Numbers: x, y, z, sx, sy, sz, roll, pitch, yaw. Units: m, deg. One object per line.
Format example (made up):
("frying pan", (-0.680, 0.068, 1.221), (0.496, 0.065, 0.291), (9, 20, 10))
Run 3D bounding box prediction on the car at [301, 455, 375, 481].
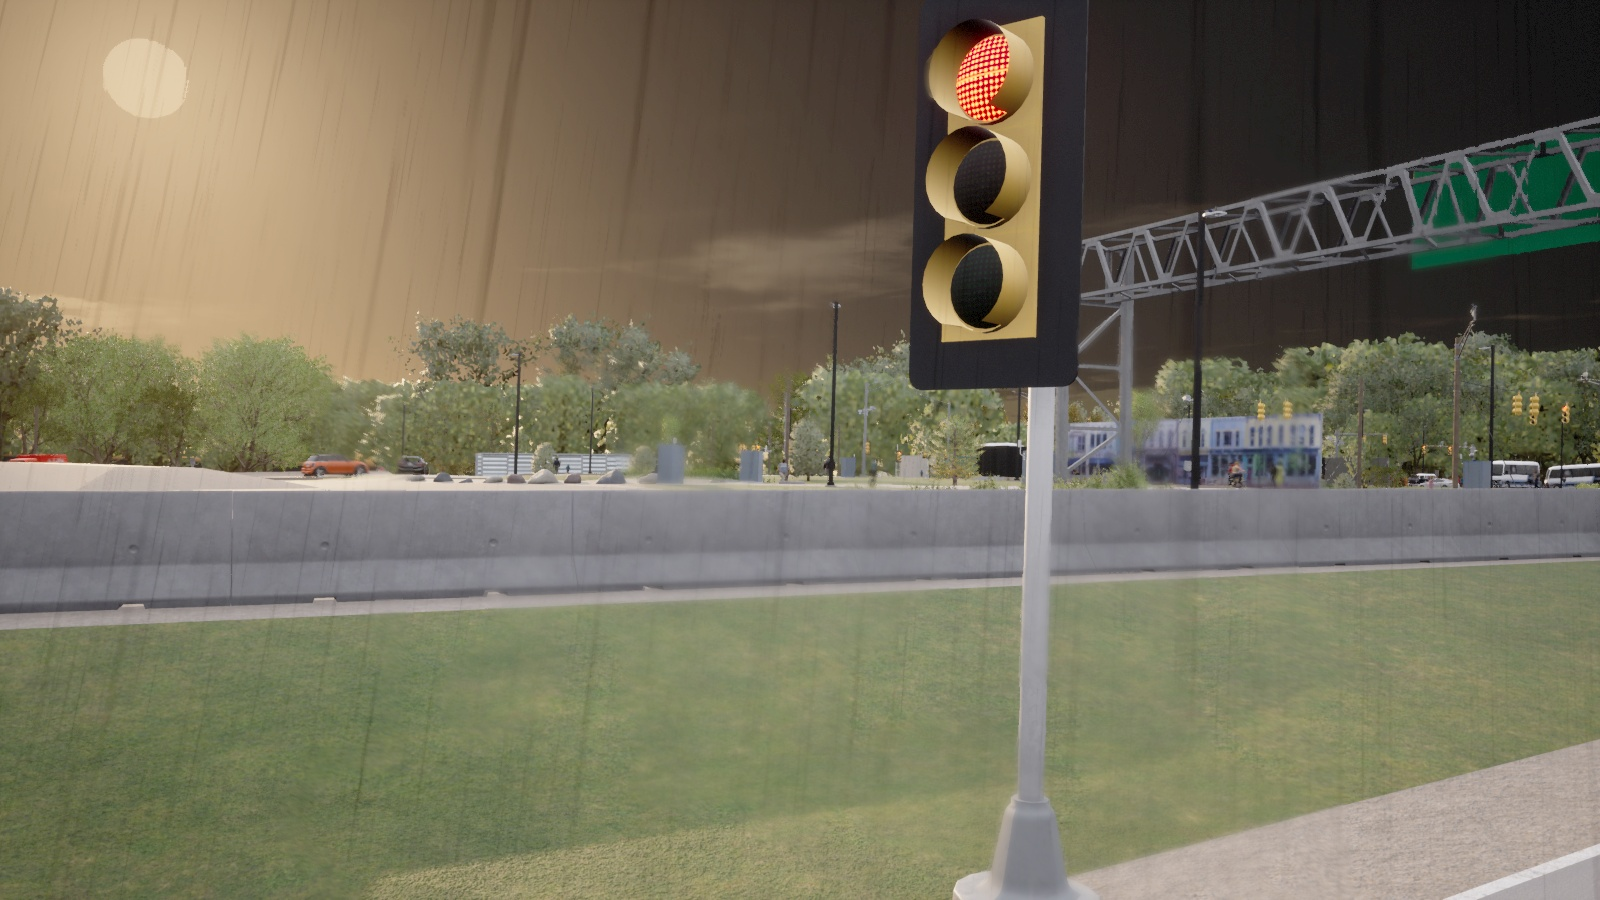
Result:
("car", (-33.531, 1.252, 91.139), (4.553, 1.767, 2.097), (-1, 1, -44))
